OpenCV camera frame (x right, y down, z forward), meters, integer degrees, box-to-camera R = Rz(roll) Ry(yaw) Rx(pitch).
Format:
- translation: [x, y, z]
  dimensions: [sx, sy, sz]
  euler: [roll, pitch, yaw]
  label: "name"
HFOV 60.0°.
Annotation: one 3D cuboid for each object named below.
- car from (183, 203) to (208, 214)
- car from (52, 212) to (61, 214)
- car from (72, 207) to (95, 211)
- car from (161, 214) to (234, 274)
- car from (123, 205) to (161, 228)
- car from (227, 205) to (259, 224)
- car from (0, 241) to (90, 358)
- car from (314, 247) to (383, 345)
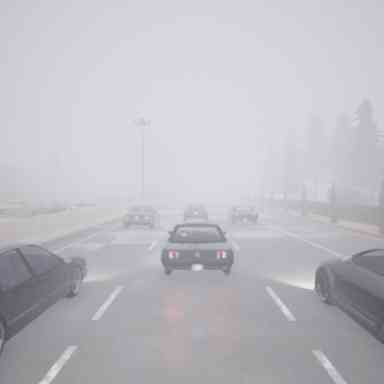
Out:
- translation: [0.297, 1.621, 27.940]
  dimensions: [1.994, 1.385, 4.181]
  euler: [0, 0, 1]
  label: "car"
- translation: [-13.856, 1.564, 32.480]
  dimensions: [1.812, 1.442, 4.674]
  euler: [0, 0, 1]
  label: "car"
- translation: [-10.364, 1.645, 31.767]
  dimensions: [1.895, 1.301, 4.718]
  euler: [0, 0, 1]
  label: "car"
- translation: [0.161, 1.623, 10.621]
  dimensions: [1.895, 1.301, 4.718]
  euler: [0, 0, 1]
  label: "car"
- translation: [-3.258, 1.586, 22.213]
  dimensions: [2.033, 1.411, 5.357]
  euler: [0, 0, 1]
  label: "car"
- translation: [3.777, 1.660, 25.634]
  dimensions: [1.895, 1.301, 4.718]
  euler: [0, 0, 1]
  label: "car"
- translation: [-3.389, 1.551, 5.535]
  dimensions: [2.033, 1.411, 5.357]
  euler: [0, 0, 1]
  label: "car"
- translation: [3.610, 1.583, 5.511]
  dimensions: [1.994, 1.385, 4.181]
  euler: [0, 0, 1]
  label: "car"
